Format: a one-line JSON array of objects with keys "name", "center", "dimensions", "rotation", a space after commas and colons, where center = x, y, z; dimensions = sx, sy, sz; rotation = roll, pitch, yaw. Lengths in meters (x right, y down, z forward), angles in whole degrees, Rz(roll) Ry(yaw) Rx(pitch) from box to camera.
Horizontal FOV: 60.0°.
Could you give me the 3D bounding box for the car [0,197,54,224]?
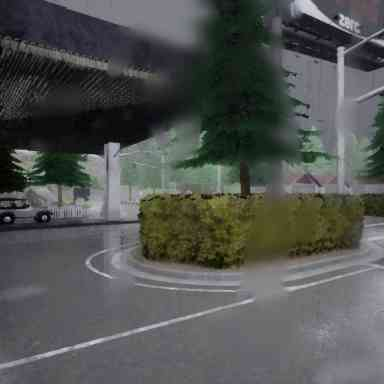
[{"name": "car", "center": [-11.986, 1.313, 23.463], "dimensions": [3.866, 1.878, 1.905], "rotation": [0, 0, -36]}]
